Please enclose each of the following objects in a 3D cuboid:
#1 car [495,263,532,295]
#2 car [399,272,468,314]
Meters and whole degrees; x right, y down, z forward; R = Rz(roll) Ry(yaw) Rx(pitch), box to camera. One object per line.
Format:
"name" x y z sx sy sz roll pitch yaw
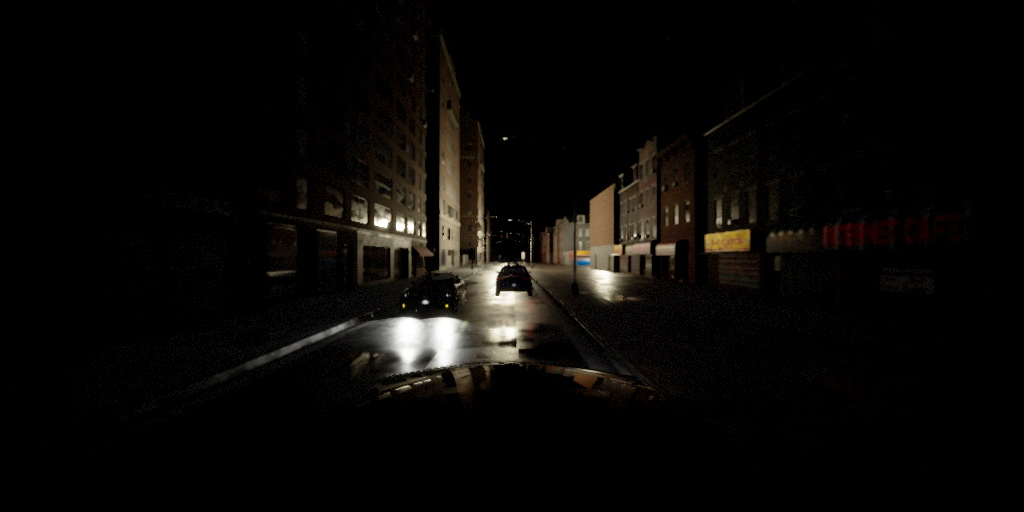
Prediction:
"car" 0.102 1.257 19.969 1.882 1.535 5.008 0 0 0
"car" -2.845 1.328 13.745 1.994 1.385 4.181 0 0 0
